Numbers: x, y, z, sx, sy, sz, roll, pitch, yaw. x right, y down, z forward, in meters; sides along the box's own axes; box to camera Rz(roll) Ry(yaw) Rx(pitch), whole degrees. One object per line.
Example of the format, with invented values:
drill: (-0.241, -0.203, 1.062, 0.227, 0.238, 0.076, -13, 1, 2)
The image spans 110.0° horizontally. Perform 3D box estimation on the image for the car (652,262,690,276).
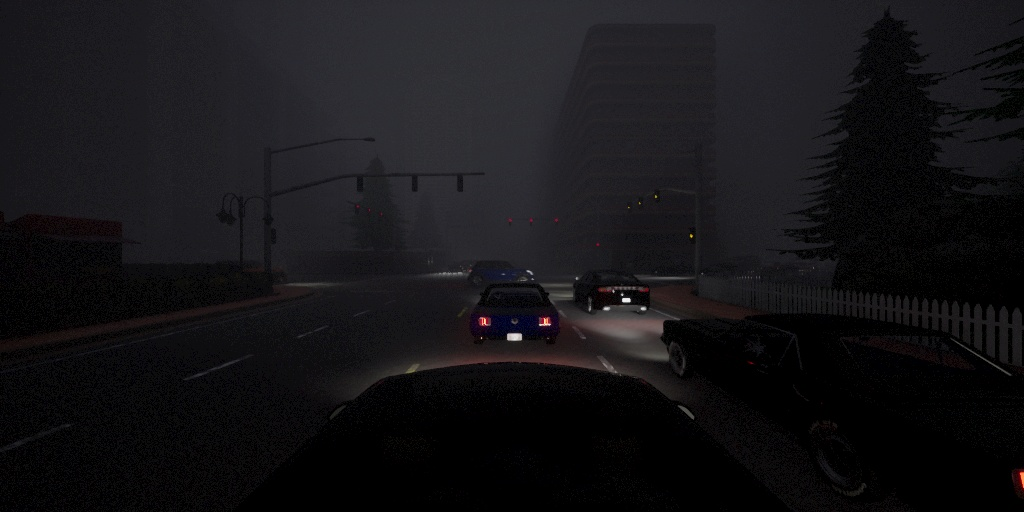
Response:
car: (16.561, 1.295, 36.469, 4.718, 1.301, 1.895, 0, 0, -14)

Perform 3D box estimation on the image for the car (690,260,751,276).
car: (19.544, 1.295, 33.621, 4.718, 1.301, 1.895, 0, 0, -18)

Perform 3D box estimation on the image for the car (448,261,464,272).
car: (-7.137, 1.351, 47.040, 1.895, 1.301, 4.718, 0, 0, 0)

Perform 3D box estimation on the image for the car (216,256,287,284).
car: (-17.868, 1.048, 24.289, 4.553, 1.767, 2.097, 0, 0, 0)

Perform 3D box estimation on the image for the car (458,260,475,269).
car: (-7.136, 1.297, 56.692, 2.033, 1.411, 5.357, 0, 0, 0)

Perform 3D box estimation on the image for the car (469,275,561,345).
car: (0.067, 1.351, 9.471, 1.895, 1.301, 4.718, 0, 0, 0)

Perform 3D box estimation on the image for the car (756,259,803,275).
car: (27.890, 1.295, 37.389, 4.718, 1.301, 1.895, 0, 0, -31)

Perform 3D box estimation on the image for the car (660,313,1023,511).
car: (3.598, 1.351, 4.359, 1.895, 1.301, 4.718, 0, 0, 0)

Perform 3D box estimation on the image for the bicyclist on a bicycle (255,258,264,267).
bicyclist on a bicycle: (-27.918, 0.996, 39.698, 0.582, 1.620, 1.656, 0, 0, 0)

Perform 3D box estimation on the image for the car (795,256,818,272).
car: (35.534, 0.916, 43.433, 2.150, 2.045, 5.566, 0, 0, 44)

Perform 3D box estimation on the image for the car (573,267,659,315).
car: (3.577, 1.228, 13.679, 1.882, 1.535, 5.008, 0, 0, 0)

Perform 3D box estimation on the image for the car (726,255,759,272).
car: (25.618, 0.916, 40.077, 5.566, 2.045, 2.150, 0, 0, -31)

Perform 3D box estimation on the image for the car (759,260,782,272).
car: (33.344, 1.220, 46.202, 1.812, 1.442, 4.674, 0, 0, 42)

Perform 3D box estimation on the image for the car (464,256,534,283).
car: (-0.707, 1.086, 24.442, 4.553, 1.767, 2.097, 0, 0, 0)
